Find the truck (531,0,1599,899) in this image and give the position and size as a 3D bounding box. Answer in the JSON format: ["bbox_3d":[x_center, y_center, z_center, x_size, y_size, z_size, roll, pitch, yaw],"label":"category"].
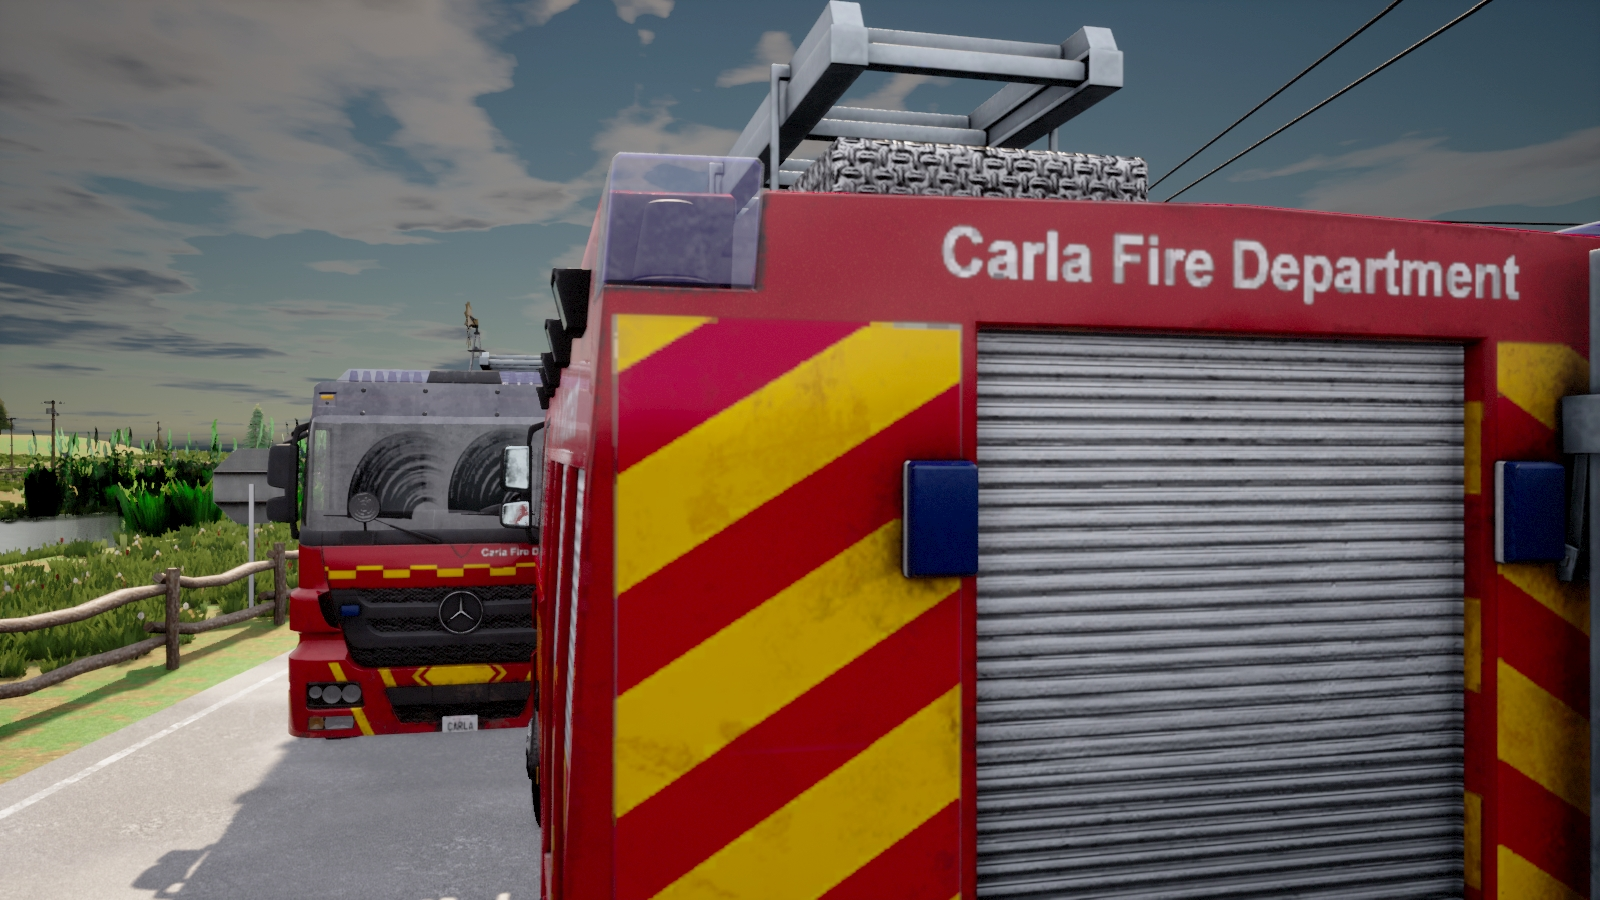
[{"bbox_3d":[-0.118,0.866,6.873,2.891,3.827,8.468,0,0,-13],"label":"truck"}]

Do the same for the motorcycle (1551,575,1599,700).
[{"bbox_3d":[9.813,2.142,13.178,1.805,1.316,0.856,0,0,-7],"label":"motorcycle"}]

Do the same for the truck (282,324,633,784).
[{"bbox_3d":[-3.885,0.862,13.966,2.891,3.827,8.468,0,0,-13],"label":"truck"}]
